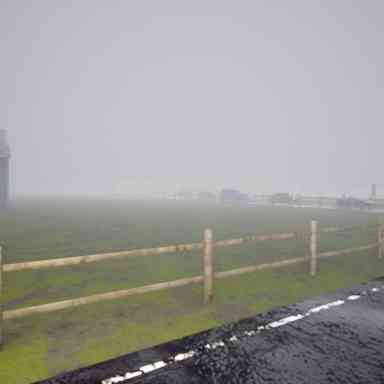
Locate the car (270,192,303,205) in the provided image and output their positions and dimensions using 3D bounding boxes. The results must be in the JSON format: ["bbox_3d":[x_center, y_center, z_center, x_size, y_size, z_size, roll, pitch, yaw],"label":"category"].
[{"bbox_3d":[12.790,0.851,45.150,2.097,1.767,4.553,0,1,-35],"label":"car"}]

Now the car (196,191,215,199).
[{"bbox_3d":[2.752,0.621,65.460,1.837,1.490,4.892,0,1,-35],"label":"car"}]

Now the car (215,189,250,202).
[{"bbox_3d":[6.795,0.535,53.561,2.150,2.045,5.566,0,1,-35],"label":"car"}]

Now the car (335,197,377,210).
[{"bbox_3d":[18.362,1.237,37.336,1.994,1.385,4.181,0,1,-35],"label":"car"}]

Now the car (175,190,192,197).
[{"bbox_3d":[-1.814,0.385,71.802,1.837,1.490,4.892,0,1,-36],"label":"car"}]
